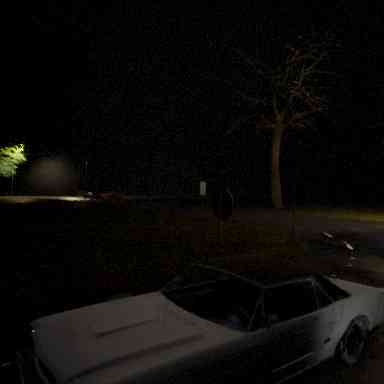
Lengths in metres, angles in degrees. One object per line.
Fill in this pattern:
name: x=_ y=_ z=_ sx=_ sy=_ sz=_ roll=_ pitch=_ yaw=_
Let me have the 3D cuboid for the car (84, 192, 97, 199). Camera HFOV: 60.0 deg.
car: x=-18.006 y=0.646 z=60.271 sx=2.033 sy=1.411 sz=5.357 roll=2 pitch=-1 yaw=-36

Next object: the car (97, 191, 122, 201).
car: x=-12.936 y=0.613 z=53.306 sx=1.882 sy=1.535 sz=5.008 roll=2 pitch=-1 yaw=-35

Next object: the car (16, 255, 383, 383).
car: x=0.470 y=1.603 z=4.208 sx=4.718 sy=1.301 sz=1.895 roll=0 pitch=0 yaw=-36
